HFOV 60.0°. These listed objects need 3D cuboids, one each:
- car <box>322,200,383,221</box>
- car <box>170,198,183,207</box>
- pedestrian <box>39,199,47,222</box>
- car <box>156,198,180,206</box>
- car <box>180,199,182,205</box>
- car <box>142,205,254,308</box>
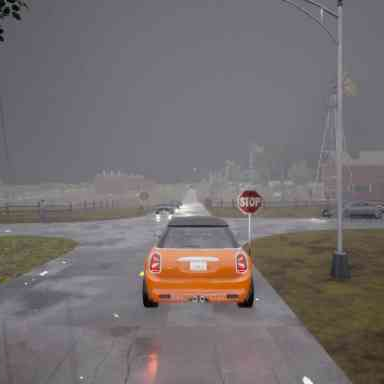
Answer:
[{"bbox_3d":[11.553,1.307,23.786,4.181,1.385,1.994,-1,1,-1],"label":"car"},{"bbox_3d":[-2.684,1.776,58.682,2.033,1.411,5.357,0,-1,0],"label":"car"},{"bbox_3d":[-12.088,1.466,26.978,0.375,1.860,0.375,0,2,0],"label":"pedestrian"},{"bbox_3d":[-2.795,1.614,36.483,2.033,1.411,5.357,0,0,1],"label":"car"},{"bbox_3d":[-2.725,1.687,46.320,1.994,1.385,4.181,0,0,0],"label":"car"},{"bbox_3d":[0.119,1.354,8.100,2.097,1.767,4.553,0,0,0],"label":"car"}]
